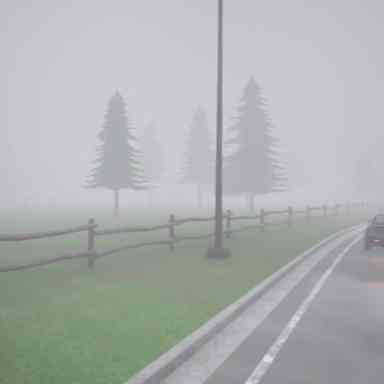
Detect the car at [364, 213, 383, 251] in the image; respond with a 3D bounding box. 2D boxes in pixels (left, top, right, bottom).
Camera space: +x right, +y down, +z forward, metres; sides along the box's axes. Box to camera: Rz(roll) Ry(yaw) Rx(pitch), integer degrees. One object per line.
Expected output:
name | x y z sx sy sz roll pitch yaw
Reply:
car | 8.675 1.657 14.240 1.837 1.490 4.892 0 0 36
